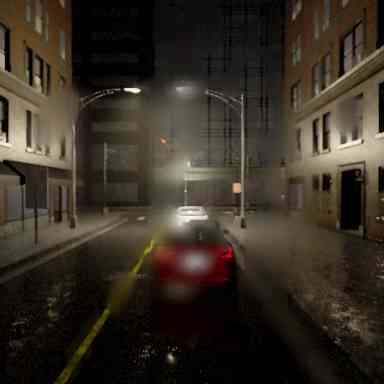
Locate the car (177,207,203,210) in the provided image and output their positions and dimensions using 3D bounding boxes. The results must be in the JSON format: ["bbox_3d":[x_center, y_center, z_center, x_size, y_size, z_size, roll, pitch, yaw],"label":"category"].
[{"bbox_3d":[-0.094,1.495,19.300,1.895,1.301,4.718,0,0,-1],"label":"car"}]

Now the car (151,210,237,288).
[{"bbox_3d":[0.020,1.453,9.129,2.163,1.488,4.792,0,0,-1],"label":"car"}]
